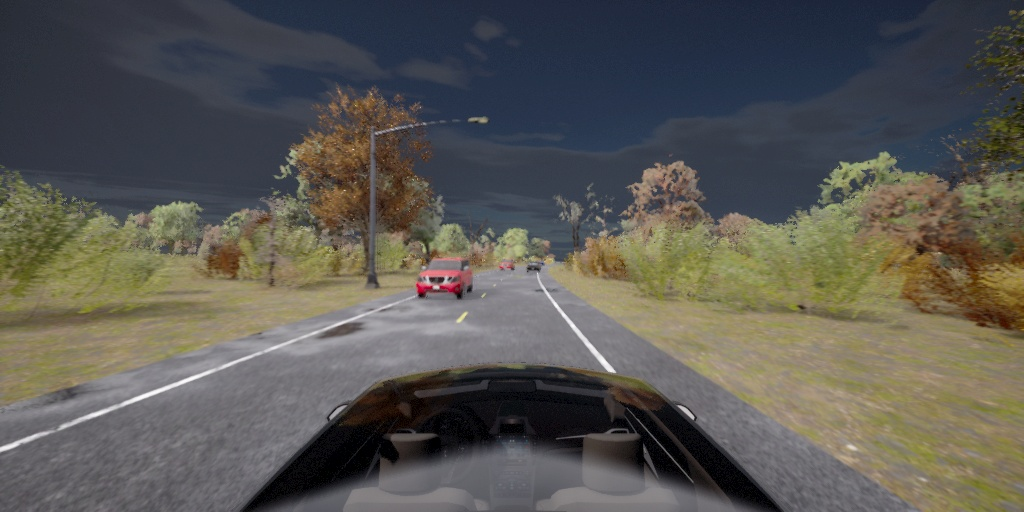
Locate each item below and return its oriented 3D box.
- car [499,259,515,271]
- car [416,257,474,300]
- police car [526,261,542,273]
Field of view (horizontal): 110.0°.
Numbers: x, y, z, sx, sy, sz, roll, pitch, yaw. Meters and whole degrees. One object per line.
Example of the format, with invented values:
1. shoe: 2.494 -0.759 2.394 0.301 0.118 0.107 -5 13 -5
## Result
1. car: -0.812 1.485 60.741 2.150 2.045 5.566 0 -1 6
2. car: -3.367 1.085 19.033 2.150 2.045 5.566 0 0 2
3. police car: 3.180 1.625 54.043 1.930 1.638 5.238 0 -1 5
